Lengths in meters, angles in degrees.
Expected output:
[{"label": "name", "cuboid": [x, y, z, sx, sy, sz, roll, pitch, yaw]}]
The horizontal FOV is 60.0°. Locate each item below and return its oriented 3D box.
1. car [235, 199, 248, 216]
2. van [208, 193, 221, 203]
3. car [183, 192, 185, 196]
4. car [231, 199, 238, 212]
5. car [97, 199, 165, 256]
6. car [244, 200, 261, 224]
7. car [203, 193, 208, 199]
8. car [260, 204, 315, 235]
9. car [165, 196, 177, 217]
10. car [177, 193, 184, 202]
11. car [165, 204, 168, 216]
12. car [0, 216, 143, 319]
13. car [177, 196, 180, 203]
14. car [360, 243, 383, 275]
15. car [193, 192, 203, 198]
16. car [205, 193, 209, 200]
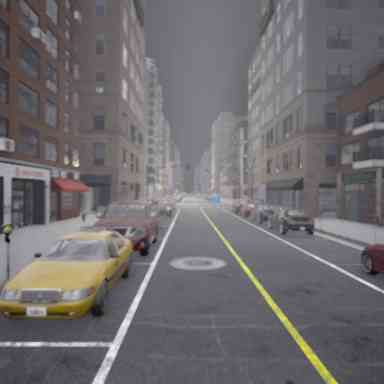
[{"label": "car", "cuboid": [5.345, 1.595, 29.822, 1.802, 1.307, 4.206, 0, 0, -1]}, {"label": "van", "cuboid": [4.869, 1.310, 67.937, 1.690, 1.788, 3.998, 0, 0, -1]}, {"label": "car", "cuboid": [-3.439, 1.399, 90.384, 1.752, 1.417, 4.829, 0, 0, -1]}, {"label": "car", "cuboid": [5.277, 1.447, 35.340, 1.967, 1.590, 4.097, 0, 0, -1]}, {"label": "car", "cuboid": [-2.469, 1.282, 13.158, 2.192, 1.841, 5.009, 0, 0, -1]}, {"label": "car", "cuboid": [5.415, 1.570, 24.303, 2.008, 1.369, 4.403, 0, 0, -1]}, {"label": "car", "cuboid": [4.583, 1.520, 90.661, 1.802, 1.307, 4.206, 0, 0, -1]}, {"label": "car", "cuboid": [5.484, 1.576, 18.785, 2.008, 1.369, 4.403, 0, 0, -1]}, {"label": "car", "cuboid": [-2.678, 1.388, 29.713, 1.967, 1.590, 4.097, 0, 0, -1]}, {"label": "car", "cuboid": [-3.156, 1.455, 67.828, 2.008, 1.369, 4.403, 0, 0, -1]}, {"label": "car", "cuboid": [-2.540, 1.543, 18.677, 1.802, 1.307, 4.206, 0, 0, -1]}, {"label": "car", "cuboid": [-2.395, 1.498, 7.473, 1.752, 1.417, 4.829, 0, 0, -1]}, {"label": "car", "cuboid": [-2.817, 1.487, 40.749, 2.008, 1.369, 4.403, 0, 0, -1]}, {"label": "car", "cuboid": [5.622, 1.619, 7.748, 1.802, 1.307, 4.206, 0, 0, -1]}, {"label": "car", "cuboid": [1.922, 1.332, 92.622, 2.033, 1.411, 5.357, 0, 0, -1]}, {"label": "car", "cuboid": [4.725, 1.537, 79.299, 1.802, 1.307, 4.206, 0, 0, -1]}]
